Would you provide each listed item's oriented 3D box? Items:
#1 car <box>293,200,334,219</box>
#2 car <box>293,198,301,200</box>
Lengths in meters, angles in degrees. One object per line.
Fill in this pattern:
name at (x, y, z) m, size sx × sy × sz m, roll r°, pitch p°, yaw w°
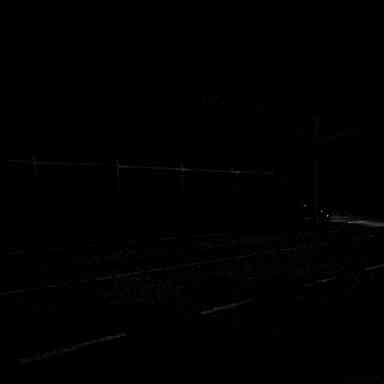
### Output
car at (9.959, 1.656, 29.300) m, size 1.895 × 1.301 × 4.718 m, roll 0°, pitch 0°, yaw -34°
car at (10.635, 1.409, 34.430) m, size 2.097 × 1.767 × 4.553 m, roll 0°, pitch 0°, yaw -36°
